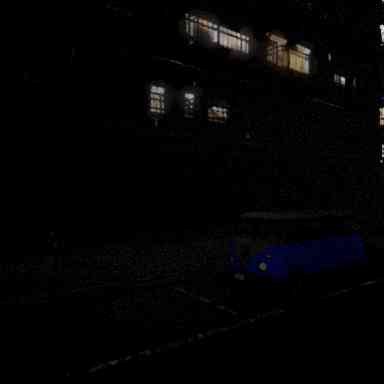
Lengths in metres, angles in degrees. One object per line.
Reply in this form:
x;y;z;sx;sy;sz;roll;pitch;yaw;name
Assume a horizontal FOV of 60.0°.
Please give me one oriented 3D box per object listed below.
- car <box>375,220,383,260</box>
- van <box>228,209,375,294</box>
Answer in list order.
7.118;1.539;11.634;4.829;1.417;1.752;0;0;-35;car
2.760;1.348;8.525;3.998;1.788;1.690;0;0;-36;van
